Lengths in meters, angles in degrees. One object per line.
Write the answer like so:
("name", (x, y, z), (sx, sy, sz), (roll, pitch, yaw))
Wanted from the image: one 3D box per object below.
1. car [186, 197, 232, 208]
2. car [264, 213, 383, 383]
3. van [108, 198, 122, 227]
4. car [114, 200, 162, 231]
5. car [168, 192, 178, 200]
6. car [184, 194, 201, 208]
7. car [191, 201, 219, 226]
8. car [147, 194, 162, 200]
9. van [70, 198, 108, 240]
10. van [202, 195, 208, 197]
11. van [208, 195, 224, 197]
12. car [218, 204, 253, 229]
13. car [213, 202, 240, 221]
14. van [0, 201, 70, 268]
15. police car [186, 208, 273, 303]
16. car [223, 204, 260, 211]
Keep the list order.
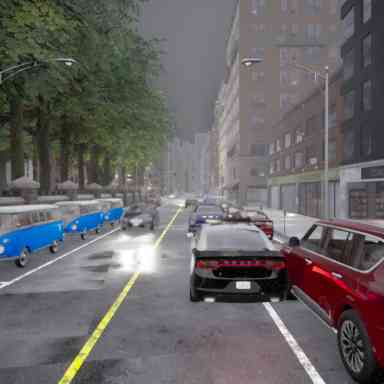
("car", (0.860, 1.341, 18.250), (2.097, 1.767, 4.553), (0, 0, 0))
("car", (2.849, 1.313, 5.329), (2.192, 1.841, 5.009), (0, 0, 0))
("van", (-5.694, 1.326, 22.273), (1.690, 1.788, 3.998), (0, 0, 0))
("car", (-3.022, 1.478, 20.390), (2.128, 1.511, 4.902), (0, 0, 0))
("car", (-5.775, 1.370, 94.081), (1.752, 1.417, 4.829), (0, 0, 0))
("car", (-0.024, 1.457, 46.099), (1.837, 1.490, 4.892), (0, 0, 0))
("car", (0.873, 1.489, 24.280), (1.837, 1.490, 4.892), (0, 0, 0))
("car", (-5.726, 1.259, 50.562), (2.192, 1.841, 5.009), (0, 0, 0))
("van", (-5.689, 1.332, 16.615), (1.690, 1.788, 3.998), (0, 0, 0))
("van", (2.799, 1.285, 50.612), (1.690, 1.788, 3.998), (0, 0, 0))
("van", (2.818, 1.313, 33.631), (1.690, 1.788, 3.998), (0, 0, 0))
("car", (2.831, 1.567, 22.310), (1.802, 1.307, 4.206), (0, 0, 0))
("car", (2.825, 1.561, 27.971), (1.802, 1.307, 4.206), (0, 0, 0))
("van", (-5.682, 1.336, 10.957), (1.690, 1.788, 3.998), (0, 0, 0))
("police car", (0.892, 1.422, 8.391), (1.930, 1.638, 5.238), (0, 0, 0))
("car", (2.837, 1.536, 16.650), (1.887, 1.381, 4.507), (0, 0, 0))
